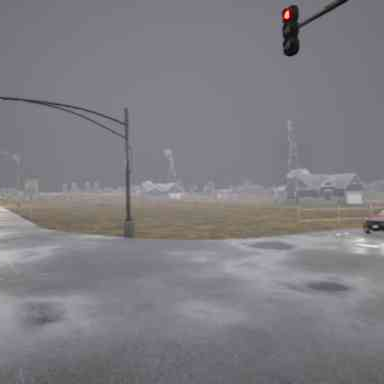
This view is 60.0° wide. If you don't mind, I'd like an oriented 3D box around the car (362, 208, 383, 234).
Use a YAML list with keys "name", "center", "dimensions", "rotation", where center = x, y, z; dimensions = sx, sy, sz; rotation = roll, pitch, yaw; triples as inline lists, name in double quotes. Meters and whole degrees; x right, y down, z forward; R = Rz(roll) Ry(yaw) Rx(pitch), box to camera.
- name: "car"
  center: [11.209, 1.453, 17.958]
  dimensions: [5.008, 1.535, 1.882]
  rotation: [0, -1, -33]
